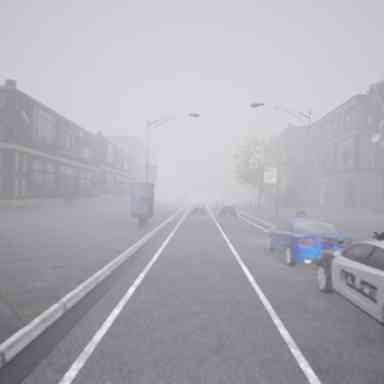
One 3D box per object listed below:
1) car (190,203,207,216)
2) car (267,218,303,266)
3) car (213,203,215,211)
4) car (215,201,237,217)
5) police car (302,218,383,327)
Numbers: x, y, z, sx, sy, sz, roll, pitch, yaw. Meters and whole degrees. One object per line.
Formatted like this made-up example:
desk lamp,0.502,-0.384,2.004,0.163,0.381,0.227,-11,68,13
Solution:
car,0.780,1.947,37.789,1.895,1.301,4.718,1,0,1
car,4.102,1.690,12.299,1.882,1.535,5.008,1,-1,1
car,4.015,1.984,47.992,2.033,1.411,5.357,1,0,1
car,3.767,1.904,35.961,1.837,1.490,4.892,1,0,2
police car,3.969,1.573,6.411,1.930,1.638,5.238,1,-1,1
